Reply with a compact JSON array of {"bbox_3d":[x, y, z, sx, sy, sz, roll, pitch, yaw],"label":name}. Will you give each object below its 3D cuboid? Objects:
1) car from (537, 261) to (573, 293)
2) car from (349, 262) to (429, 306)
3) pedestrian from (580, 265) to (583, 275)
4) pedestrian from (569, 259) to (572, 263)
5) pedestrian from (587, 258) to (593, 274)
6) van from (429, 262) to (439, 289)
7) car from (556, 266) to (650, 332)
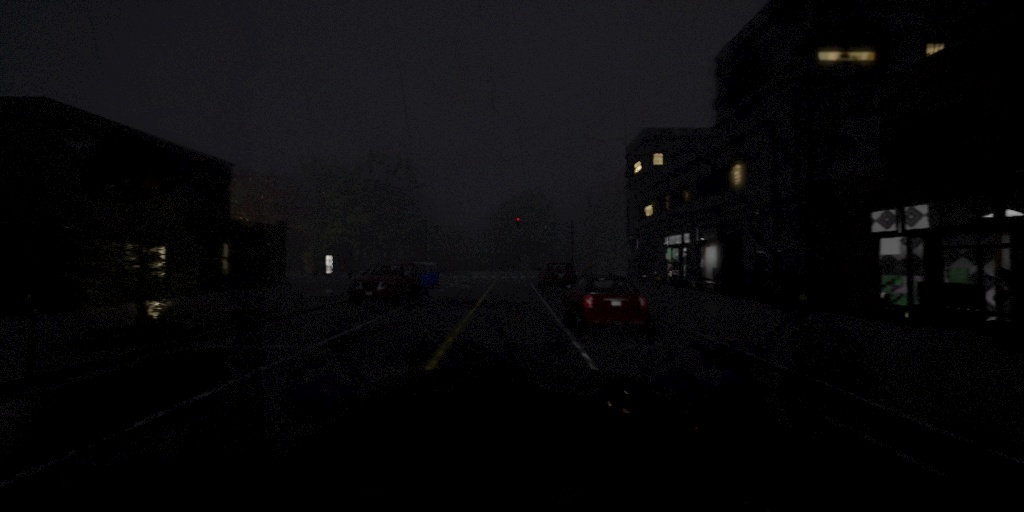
[{"bbox_3d":[2.709,1.234,22.292,2.192,1.841,5.009,0,0,0],"label":"car"},{"bbox_3d":[-5.686,1.191,16.740,2.192,1.841,5.009,0,0,0],"label":"car"},{"bbox_3d":[7.143,1.522,36.708,0.375,1.300,0.375,1,-1,0],"label":"pedestrian"},{"bbox_3d":[6.143,1.175,37.916,0.375,1.860,0.375,1,-1,0],"label":"pedestrian"},{"bbox_3d":[8.143,1.080,37.317,0.375,1.860,0.375,1,-1,0],"label":"pedestrian"},{"bbox_3d":[-5.698,1.262,22.282,1.690,1.789,3.998,0,0,0],"label":"van"},{"bbox_3d":[2.693,1.269,11.207,1.967,1.591,4.097,0,0,0],"label":"car"}]
